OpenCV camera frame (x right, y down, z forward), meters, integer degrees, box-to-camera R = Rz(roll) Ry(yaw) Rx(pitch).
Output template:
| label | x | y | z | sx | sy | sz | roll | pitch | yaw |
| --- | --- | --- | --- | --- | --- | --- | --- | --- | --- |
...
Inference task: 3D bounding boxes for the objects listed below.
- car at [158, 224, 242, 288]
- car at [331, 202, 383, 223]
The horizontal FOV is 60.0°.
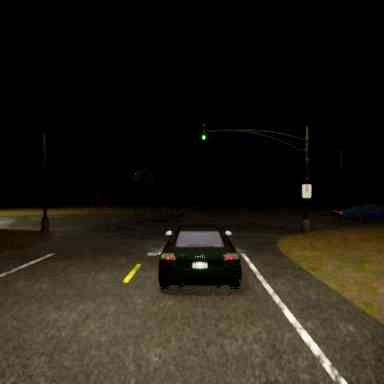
| label | x | y | z | sx | sy | sz | roll | pitch | yaw |
| --- | --- | --- | --- | --- | --- | --- | --- | --- | --- |
| car | 0.191 | 1.590 | 9.314 | 1.994 | 1.385 | 4.181 | 0 | 0 | 0 |
| car | 13.436 | 1.498 | 25.079 | 5.357 | 1.411 | 2.033 | -1 | 1 | 3 |
